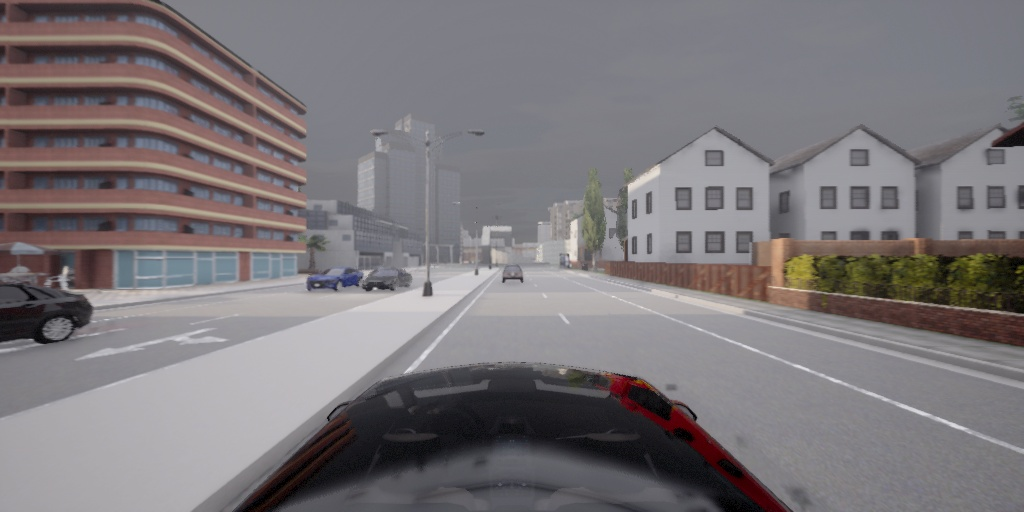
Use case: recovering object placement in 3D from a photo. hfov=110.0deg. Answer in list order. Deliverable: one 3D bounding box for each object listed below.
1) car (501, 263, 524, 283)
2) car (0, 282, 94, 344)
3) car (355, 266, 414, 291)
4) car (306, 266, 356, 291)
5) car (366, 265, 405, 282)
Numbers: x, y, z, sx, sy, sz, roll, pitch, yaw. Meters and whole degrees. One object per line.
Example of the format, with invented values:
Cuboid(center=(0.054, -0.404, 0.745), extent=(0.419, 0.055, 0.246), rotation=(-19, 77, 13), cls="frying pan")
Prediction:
Cuboid(center=(0.049, 1.516, 30.990), extent=(2.033, 1.411, 5.357), rotation=(0, 0, 0), cls="car")
Cuboid(center=(-11.652, 1.323, 7.099), extent=(1.837, 1.490, 4.892), rotation=(0, 0, 0), cls="car")
Cuboid(center=(-8.021, 1.549, 23.686), extent=(2.033, 1.411, 5.357), rotation=(0, 0, 0), cls="car")
Cuboid(center=(-11.521, 1.466, 23.694), extent=(1.882, 1.535, 5.008), rotation=(0, 0, 0), cls="car")
Cuboid(center=(-11.519, 1.575, 32.939), extent=(1.994, 1.385, 4.181), rotation=(0, 0, 1), cls="car")
